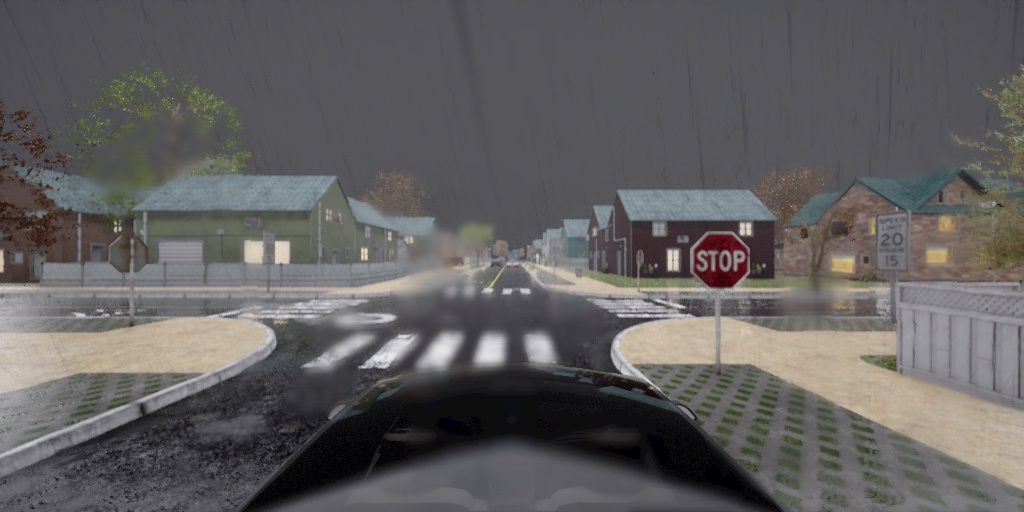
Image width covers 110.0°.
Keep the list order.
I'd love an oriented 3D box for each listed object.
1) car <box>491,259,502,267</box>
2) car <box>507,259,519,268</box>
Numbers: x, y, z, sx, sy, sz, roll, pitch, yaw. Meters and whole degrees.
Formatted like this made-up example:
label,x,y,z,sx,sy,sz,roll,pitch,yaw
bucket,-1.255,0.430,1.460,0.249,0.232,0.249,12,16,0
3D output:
label,x,y,z,sx,sy,sz,roll,pitch,yaw
car,-2.643,1.194,61.793,2.033,1.411,5.357,0,0,0
car,0.098,1.241,57.232,1.895,1.301,4.718,0,0,0
